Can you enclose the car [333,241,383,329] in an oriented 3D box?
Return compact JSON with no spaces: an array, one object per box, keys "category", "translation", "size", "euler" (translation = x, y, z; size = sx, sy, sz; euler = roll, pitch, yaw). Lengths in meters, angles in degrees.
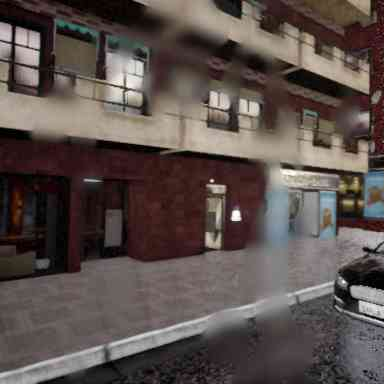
[{"category":"car","translation":[4.677,1.491,6.392],"size":[4.902,1.511,2.128],"euler":[0,0,-35]}]
